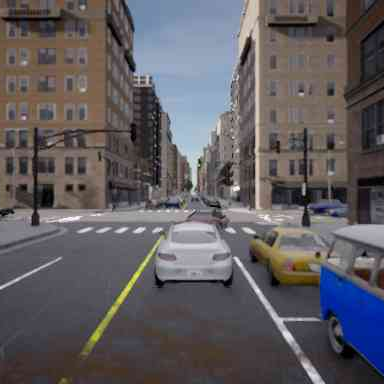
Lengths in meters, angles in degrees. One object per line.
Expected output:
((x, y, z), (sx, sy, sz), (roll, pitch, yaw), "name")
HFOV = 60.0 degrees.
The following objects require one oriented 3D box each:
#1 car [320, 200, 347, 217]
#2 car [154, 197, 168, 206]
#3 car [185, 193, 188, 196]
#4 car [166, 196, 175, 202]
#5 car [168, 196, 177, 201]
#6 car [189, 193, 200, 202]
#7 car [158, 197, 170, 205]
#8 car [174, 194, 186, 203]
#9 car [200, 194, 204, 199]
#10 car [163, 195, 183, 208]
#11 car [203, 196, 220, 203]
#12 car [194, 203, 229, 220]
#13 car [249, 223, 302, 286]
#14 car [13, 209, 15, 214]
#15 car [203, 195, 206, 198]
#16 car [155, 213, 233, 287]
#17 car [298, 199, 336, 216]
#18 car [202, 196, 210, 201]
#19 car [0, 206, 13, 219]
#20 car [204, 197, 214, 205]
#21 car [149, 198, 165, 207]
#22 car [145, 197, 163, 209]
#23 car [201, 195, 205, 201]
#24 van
((15.437, 1.718, 31.516), (5.357, 1.411, 2.033), (0, -1, 0), "car")
((-5.388, 1.622, 57.909), (2.008, 1.369, 4.403), (1, 0, 1), "car")
((-2.408, 1.434, 67.969), (2.097, 1.767, 4.553), (0, 0, 1), "car")
((-5.105, 1.619, 79.855), (1.752, 1.417, 4.829), (1, 0, 1), "car")
((-5.032, 1.664, 85.554), (1.947, 1.339, 4.313), (1, 0, 1), "car")
((0.719, 1.615, 77.838), (1.812, 1.442, 4.674), (0, 0, 1), "car")
((-5.316, 1.622, 63.438), (1.887, 1.381, 4.507), (1, 0, 1), "car")
((-2.603, 1.549, 57.842), (1.882, 1.535, 5.008), (0, 0, 1), "car")
((3.350, 1.653, 74.397), (1.947, 1.339, 4.313), (1, 0, 1), "car")
((-2.753, 1.539, 48.181), (1.882, 1.535, 5.008), (0, 0, 0), "car")
((2.995, 1.624, 46.746), (1.947, 1.339, 4.313), (1, 0, 1), "car")
((0.997, 1.591, 19.920), (1.994, 1.385, 4.181), (0, 0, 14), "car")
((2.677, 1.538, 9.252), (1.752, 1.417, 4.829), (1, 0, 0), "car")
((-18.092, 1.443, 28.294), (5.357, 1.411, 2.033), (0, -1, 0), "car")
((3.066, 1.609, 52.276), (1.887, 1.381, 4.507), (1, 0, 1), "car")
((0.030, 1.538, 9.257), (1.812, 1.442, 4.674), (0, 0, 0), "car")
((13.559, 1.546, 34.780), (4.553, 1.767, 2.097), (0, -1, 0), "car")
((3.493, 1.648, 85.458), (2.008, 1.369, 4.403), (1, 0, 1), "car")
((-16.547, 1.472, 25.029), (4.718, 1.301, 1.895), (0, -1, 1), "car")
((3.208, 1.621, 63.337), (1.887, 1.381, 4.507), (1, 0, 1), "car")
((-5.459, 1.632, 52.380), (1.947, 1.339, 4.313), (1, 0, 1), "car")
((-5.531, 1.642, 46.852), (1.802, 1.307, 4.206), (1, 0, 1), "car")
((3.137, 1.621, 57.806), (2.008, 1.369, 4.403), (1, 0, 1), "car")
((2.678, 1.346, 3.409), (1.690, 1.788, 3.998), (1, 0, 0), "van")
